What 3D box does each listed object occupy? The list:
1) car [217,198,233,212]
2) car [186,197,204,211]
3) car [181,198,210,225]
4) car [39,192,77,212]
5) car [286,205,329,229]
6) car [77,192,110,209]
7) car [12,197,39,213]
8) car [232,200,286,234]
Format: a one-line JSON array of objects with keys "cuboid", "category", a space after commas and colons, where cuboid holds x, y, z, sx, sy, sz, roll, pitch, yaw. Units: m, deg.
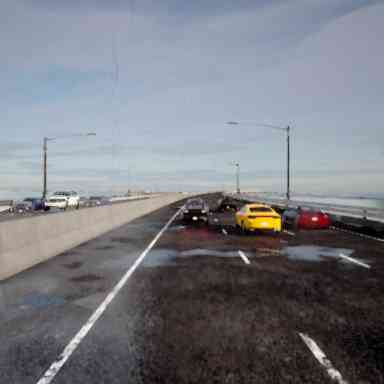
[{"cuboid": [3.877, 1.428, 37.814, 1.882, 1.535, 5.008, 0, 0, 1], "category": "car"}, {"cuboid": [0.435, 1.436, 41.755, 2.128, 1.511, 4.902, 0, 0, 1], "category": "car"}, {"cuboid": [0.216, 1.464, 23.724, 2.128, 1.511, 4.902, 0, 0, 1], "category": "car"}, {"cuboid": [-13.760, 0.833, 35.626, 2.150, 2.045, 5.566, 0, 0, 1], "category": "car"}, {"cuboid": [7.196, 1.540, 21.480, 1.994, 1.385, 4.181, 0, 0, 0], "category": "car"}, {"cuboid": [-10.259, 1.115, 35.639, 2.097, 1.767, 4.553, 0, 0, 1], "category": "car"}, {"cuboid": [-17.258, 1.316, 35.730, 2.097, 1.767, 4.553, 0, 0, 1], "category": "car"}, {"cuboid": [3.679, 1.456, 19.206, 1.882, 1.535, 5.008, 0, 0, 0], "category": "car"}]
